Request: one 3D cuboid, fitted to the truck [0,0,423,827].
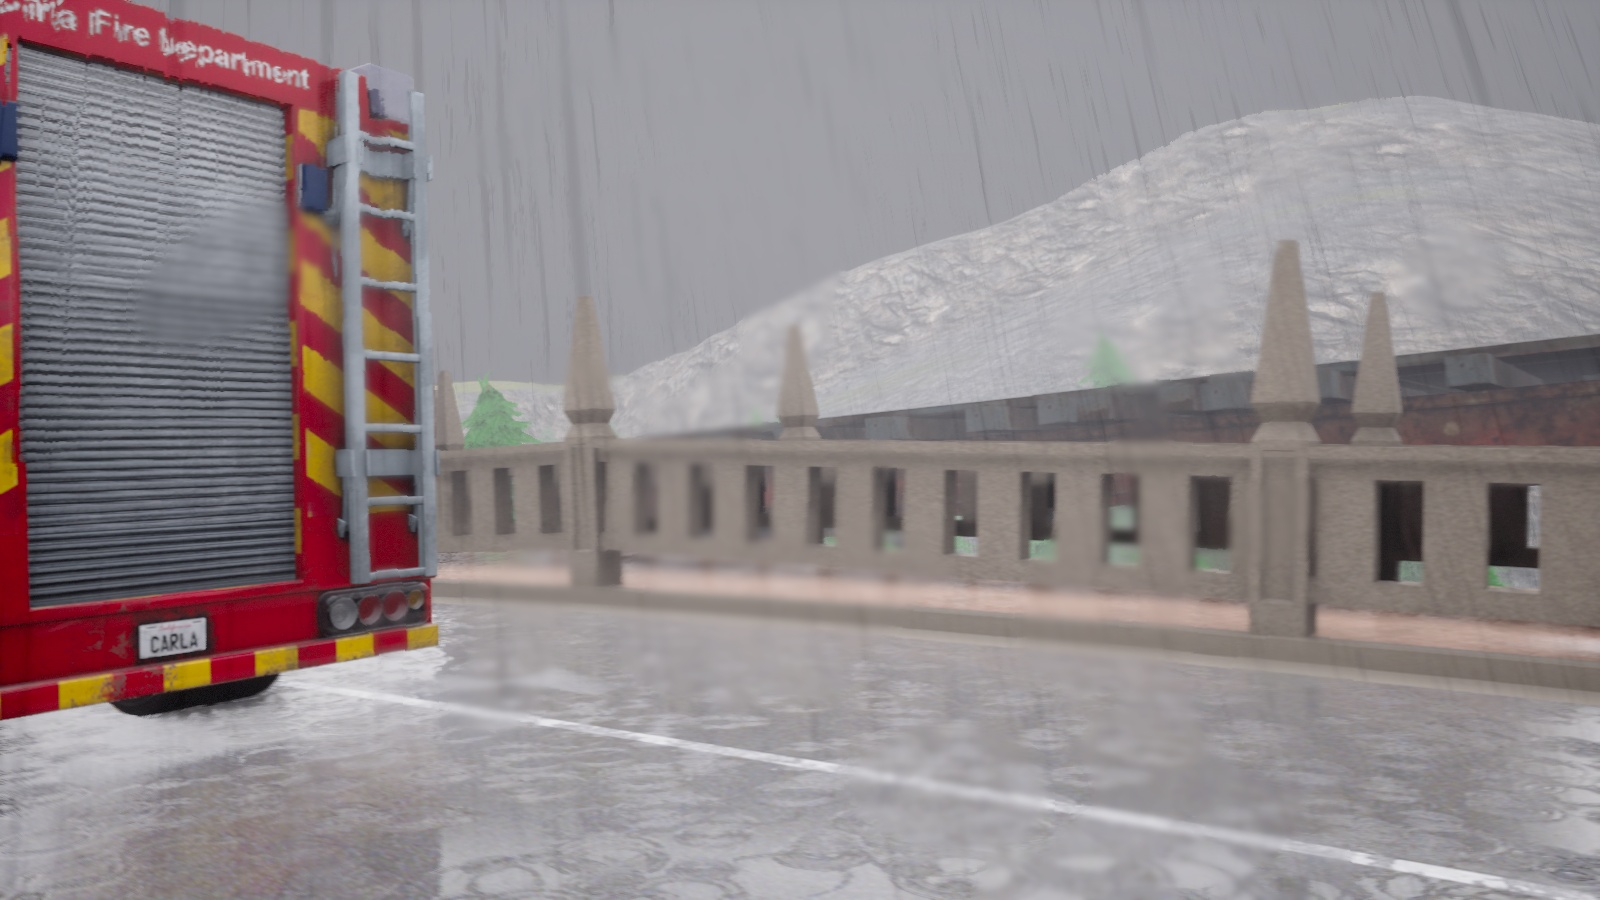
[{"bbox_3d":[-6.424,-0.250,7.874,8.468,3.827,2.891,-3,-1,34],"label":"truck"}]
